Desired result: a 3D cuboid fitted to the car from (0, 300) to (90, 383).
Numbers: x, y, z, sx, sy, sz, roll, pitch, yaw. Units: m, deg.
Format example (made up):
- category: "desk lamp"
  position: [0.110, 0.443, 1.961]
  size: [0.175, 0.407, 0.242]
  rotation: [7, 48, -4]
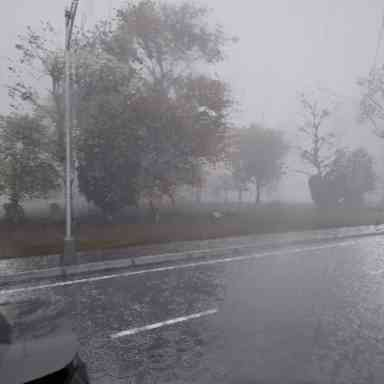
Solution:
- category: "car"
  position: [-3.111, 1.467, 1.653]
  size: [5.008, 1.535, 1.882]
  rotation: [0, 0, -36]
